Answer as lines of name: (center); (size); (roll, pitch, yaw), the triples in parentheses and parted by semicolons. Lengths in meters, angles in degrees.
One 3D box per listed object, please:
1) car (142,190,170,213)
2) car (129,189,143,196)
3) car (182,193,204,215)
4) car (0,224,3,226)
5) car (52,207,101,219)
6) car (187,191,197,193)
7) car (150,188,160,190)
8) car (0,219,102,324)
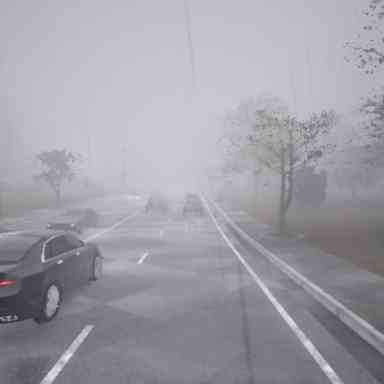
car: (-3.409, 1.007, 33.333); (2.097, 1.767, 4.553); (0, 2, 0)
car: (-10.538, 0.055, 62.459); (1.895, 1.301, 4.718); (0, 2, 1)
car: (0.093, 1.250, 30.893); (2.128, 1.511, 4.902); (0, 2, 0)
car: (-7.100, 1.633, 10.221); (1.812, 1.442, 4.674); (0, -1, 0)
car: (-7.096, 1.658, 20.497); (2.033, 1.411, 5.357); (0, 1, 0)
car: (0.040, 0.634, 45.475); (1.882, 1.535, 5.008); (0, 3, 0)
car: (-7.041, -0.090, 62.948); (1.882, 1.535, 5.008); (0, 2, 1)
car: (-3.402, 1.582, 7.332); (1.837, 1.490, 4.892); (0, -1, 0)
